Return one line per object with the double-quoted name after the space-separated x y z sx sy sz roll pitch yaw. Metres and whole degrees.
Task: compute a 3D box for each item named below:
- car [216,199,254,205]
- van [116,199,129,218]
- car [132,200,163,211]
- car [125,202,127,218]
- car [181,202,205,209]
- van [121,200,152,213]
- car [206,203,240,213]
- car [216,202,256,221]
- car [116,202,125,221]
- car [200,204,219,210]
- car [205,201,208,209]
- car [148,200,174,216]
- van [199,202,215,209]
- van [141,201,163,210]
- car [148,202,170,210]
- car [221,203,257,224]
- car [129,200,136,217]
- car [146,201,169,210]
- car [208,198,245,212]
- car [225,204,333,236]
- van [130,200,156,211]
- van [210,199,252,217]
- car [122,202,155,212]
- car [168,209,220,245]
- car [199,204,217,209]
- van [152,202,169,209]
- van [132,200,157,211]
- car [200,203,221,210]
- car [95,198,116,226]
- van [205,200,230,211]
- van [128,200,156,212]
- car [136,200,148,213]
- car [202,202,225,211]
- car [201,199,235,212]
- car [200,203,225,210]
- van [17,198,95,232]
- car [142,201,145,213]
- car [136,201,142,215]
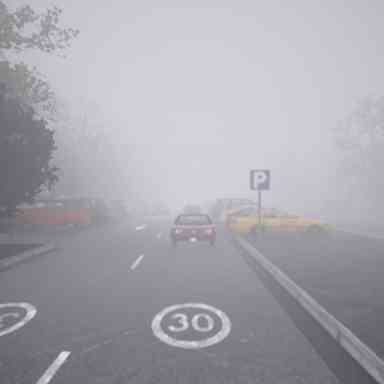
4.455 1.623 26.202 4.553 1.767 2.185 0 -1 0 "car"
-8.722 1.671 31.929 4.442 1.987 1.878 0 -1 0 "van"
-8.644 2.640 65.015 5.566 2.045 2.435 0 -2 0 "car"
-8.593 1.827 29.153 4.892 1.521 2.231 0 -1 0 "car"
0.027 1.936 32.625 1.837 1.490 4.892 0 -2 0 "car"
-8.528 2.166 51.314 4.442 1.987 1.878 0 -1 0 "van"
4.438 2.352 48.396 4.674 1.452 2.002 0 -1 0 "car"
4.485 1.685 23.423 5.008 1.535 2.097 0 -1 0 "car"
-8.409 1.755 26.387 5.366 1.575 1.946 0 -1 0 "car"
4.397 3.724 84.439 4.792 1.488 2.163 0 -2 0 "car"
4.453 2.100 40.071 5.008 1.535 2.097 0 -1 0 "car"
-3.676 1.985 40.434 2.097 1.767 4.553 0 -1 0 "car"
4.234 3.815 92.771 4.442 1.987 1.878 0 -2 0 "van"
-8.806 3.011 73.317 4.442 1.987 1.878 0 -2 0 "van"
-8.689 3.567 87.283 5.566 2.045 2.435 0 -2 0 "car"
4.492 1.631 20.652 4.892 1.521 2.231 0 -1 0 "car"
-8.580 1.842 34.695 4.553 1.767 2.185 0 -1 0 "car"
-8.684 3.452 84.516 5.566 2.045 2.435 0 -2 0 "car"
4.509 1.565 28.977 5.566 2.045 2.435 0 -1 0 "car"
4.689 1.579 17.884 5.366 1.575 1.946 0 -1 0 "car"
-8.778 2.440 59.603 4.442 1.987 1.878 0 -2 0 "van"
4.347 1.803 37.301 4.442 1.987 1.878 0 -1 0 "van"
-8.655 2.463 54.077 5.008 1.535 2.097 0 -1 0 "car"
0.060 1.675 15.776 1.895 1.301 4.718 0 -1 0 "car"
4.386 3.955 89.987 4.792 1.488 2.163 0 -2 0 "car"
-8.845 3.823 92.817 4.442 1.987 1.878 0 -2 0 "van"
-8.784 2.550 62.246 4.442 1.987 1.878 0 -2 0 "van"
4.373 3.464 78.893 4.892 1.521 2.231 0 -2 0 "car"
-8.616 1.442 23.625 5.566 2.045 2.435 0 -1 0 "car"
4.535 2.429 59.486 4.442 1.987 1.878 0 -2 0 "van"
-8.539 2.319 56.703 4.442 1.987 1.878 0 -2 0 "van"
-8.622 2.181 43.001 4.892 1.521 2.231 0 -1 0 "car"
4.433 2.876 67.803 4.553 1.767 2.185 0 -2 0 "car"
4.396 2.288 56.713 5.566 2.045 2.435 0 -2 0 "car"
4.576 3.229 73.346 5.366 1.575 1.946 0 -2 0 "car"
-8.700 1.410 20.732 4.442 1.987 1.878 0 -1 0 "van"
-8.617 2.109 40.231 5.008 1.535 2.097 0 -1 0 "car"
-8.611 2.035 37.337 5.008 1.535 2.097 0 -1 0 "car"
